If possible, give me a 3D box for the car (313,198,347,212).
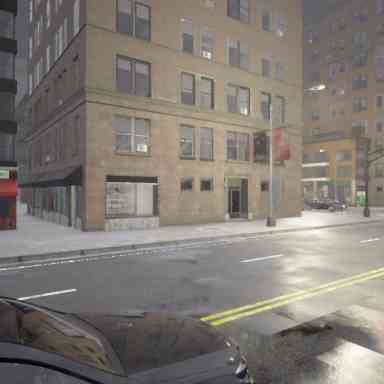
[{"bbox_3d":[15.159,1.483,38.252,2.128,1.511,4.902,0,0,-35],"label":"car"}]

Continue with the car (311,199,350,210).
[{"bbox_3d":[18.072,1.578,43.642,1.947,1.339,4.313,0,0,-35],"label":"car"}]

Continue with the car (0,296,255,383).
[{"bbox_3d":[-1.597,1.526,2.301,4.674,1.442,1.812,0,0,-35],"label":"car"}]

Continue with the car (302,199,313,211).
[{"bbox_3d":[11.517,1.421,39.014,1.967,1.590,4.097,0,0,-35],"label":"car"}]
